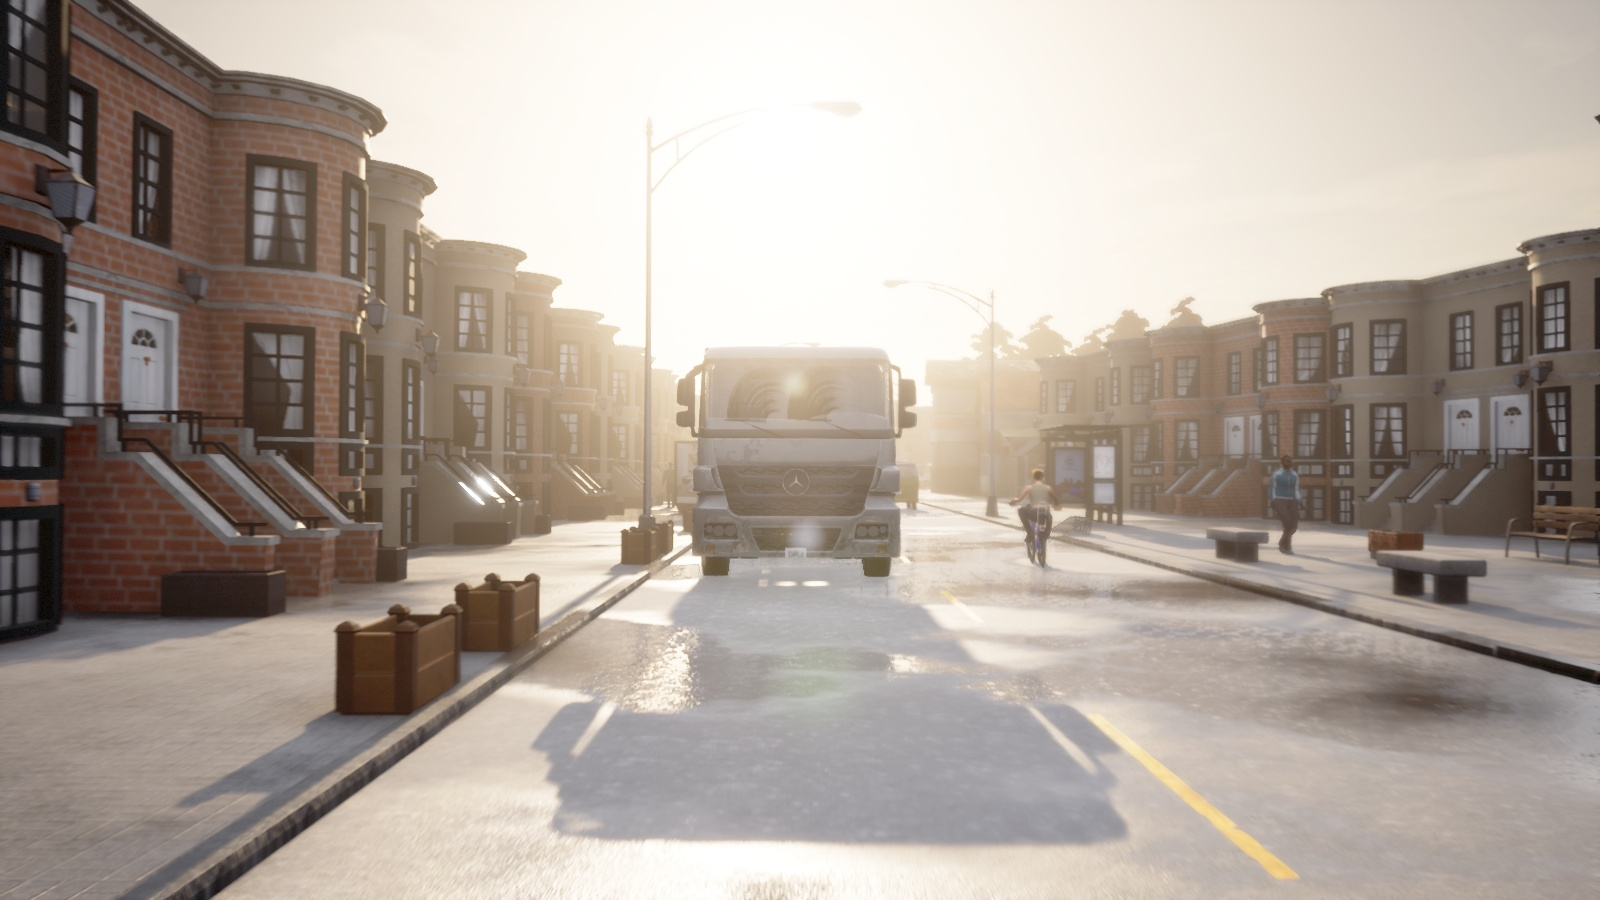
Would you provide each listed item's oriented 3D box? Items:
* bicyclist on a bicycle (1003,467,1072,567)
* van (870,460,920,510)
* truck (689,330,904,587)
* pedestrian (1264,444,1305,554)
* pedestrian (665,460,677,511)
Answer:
[{"bbox_3d":[3.950,1.087,21.006,0.866,1.612,1.509,0,-1,0],"label":"bicyclist on a bicycle"},{"bbox_3d":[3.919,1.429,52.395,1.775,1.987,4.442,0,-1,0],"label":"van"},{"bbox_3d":[-0.051,0.183,20.940,2.891,3.462,7.936,0,-1,0],"label":"truck"},{"bbox_3d":[8.674,0.866,22.479,0.396,1.930,0.692,0,-1,-6],"label":"pedestrian"},{"bbox_3d":[-4.962,1.353,48.319,0.423,1.949,0.788,0,-1,-3],"label":"pedestrian"}]
